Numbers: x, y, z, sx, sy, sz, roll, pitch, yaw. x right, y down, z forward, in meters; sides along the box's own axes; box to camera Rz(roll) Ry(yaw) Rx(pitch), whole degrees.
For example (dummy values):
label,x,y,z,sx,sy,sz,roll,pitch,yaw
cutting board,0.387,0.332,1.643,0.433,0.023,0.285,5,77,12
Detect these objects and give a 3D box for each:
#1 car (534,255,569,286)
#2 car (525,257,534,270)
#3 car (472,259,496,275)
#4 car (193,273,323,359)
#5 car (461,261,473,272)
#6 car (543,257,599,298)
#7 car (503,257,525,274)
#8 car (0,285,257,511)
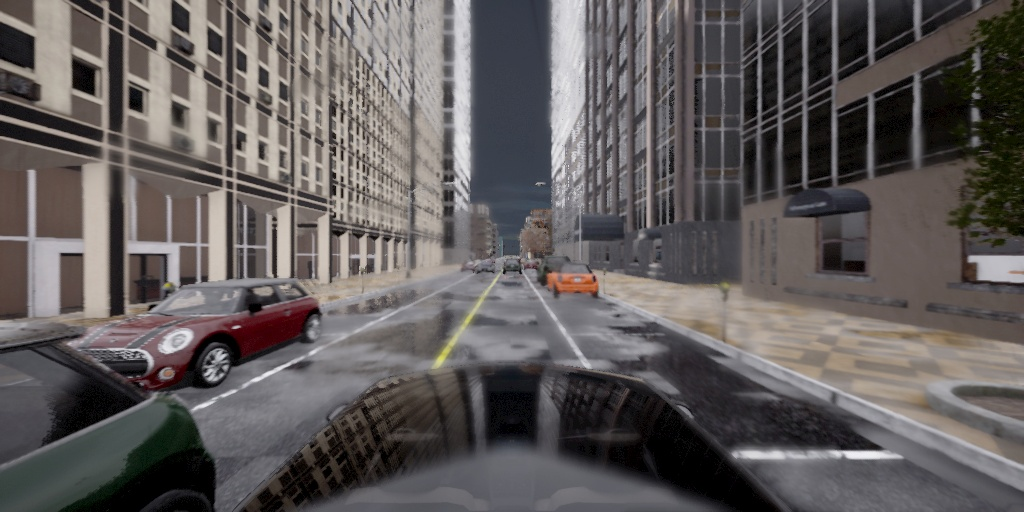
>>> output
label,x,y,z,sx,sy,sz,roll,pitch,yaw
car,2.985,0.977,25.528,2.150,2.045,5.566,0,0,0
car,2.573,1.184,50.516,1.967,1.591,4.097,0,0,0
car,-2.831,1.311,39.215,1.994,1.385,4.181,0,0,0
car,-5.379,1.190,6.648,1.967,1.591,4.097,0,0,0
car,-5.308,1.328,44.970,1.802,1.307,4.207,0,0,0
car,2.991,1.102,18.468,2.097,1.767,4.553,0,0,0
car,0.064,1.099,41.157,2.097,1.767,4.553,0,0,0
car,-2.842,1.102,0.222,2.097,1.767,4.553,0,0,0
